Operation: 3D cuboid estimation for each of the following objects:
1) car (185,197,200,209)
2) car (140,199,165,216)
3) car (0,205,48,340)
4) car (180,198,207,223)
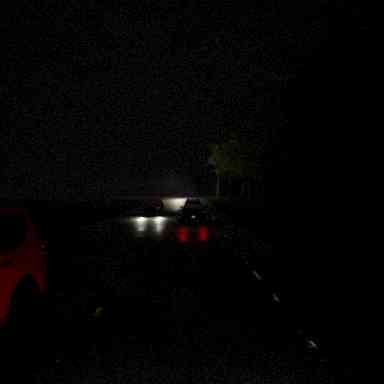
[{"bbox_3d":[0.078,1.400,43.370,1.895,1.301,4.718,0,0,0],"label":"car"},{"bbox_3d":[-3.604,1.362,30.966,1.882,1.535,5.008,0,0,0],"label":"car"},{"bbox_3d":[-3.594,1.218,3.600,2.150,2.045,5.566,0,0,0],"label":"car"},{"bbox_3d":[0.091,1.447,24.389,1.812,1.442,4.674,0,1,0],"label":"car"}]
